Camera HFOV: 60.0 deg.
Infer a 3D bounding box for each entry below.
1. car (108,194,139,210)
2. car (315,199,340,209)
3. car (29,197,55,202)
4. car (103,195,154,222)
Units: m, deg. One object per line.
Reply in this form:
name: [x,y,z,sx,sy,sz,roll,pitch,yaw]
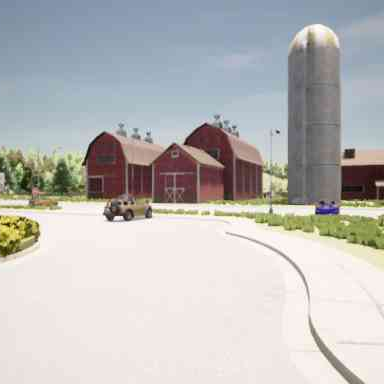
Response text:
car: [-8.726,1.274,42.637,1.905,1.878,3.866,0,0,25]
car: [13.299,1.472,32.594,2.242,1.667,4.611,0,0,25]
car: [-21.229,1.450,47.713,1.816,1.474,4.193,0,0,25]
car: [-4.953,1.287,26.349,1.932,1.855,4.605,0,0,25]
